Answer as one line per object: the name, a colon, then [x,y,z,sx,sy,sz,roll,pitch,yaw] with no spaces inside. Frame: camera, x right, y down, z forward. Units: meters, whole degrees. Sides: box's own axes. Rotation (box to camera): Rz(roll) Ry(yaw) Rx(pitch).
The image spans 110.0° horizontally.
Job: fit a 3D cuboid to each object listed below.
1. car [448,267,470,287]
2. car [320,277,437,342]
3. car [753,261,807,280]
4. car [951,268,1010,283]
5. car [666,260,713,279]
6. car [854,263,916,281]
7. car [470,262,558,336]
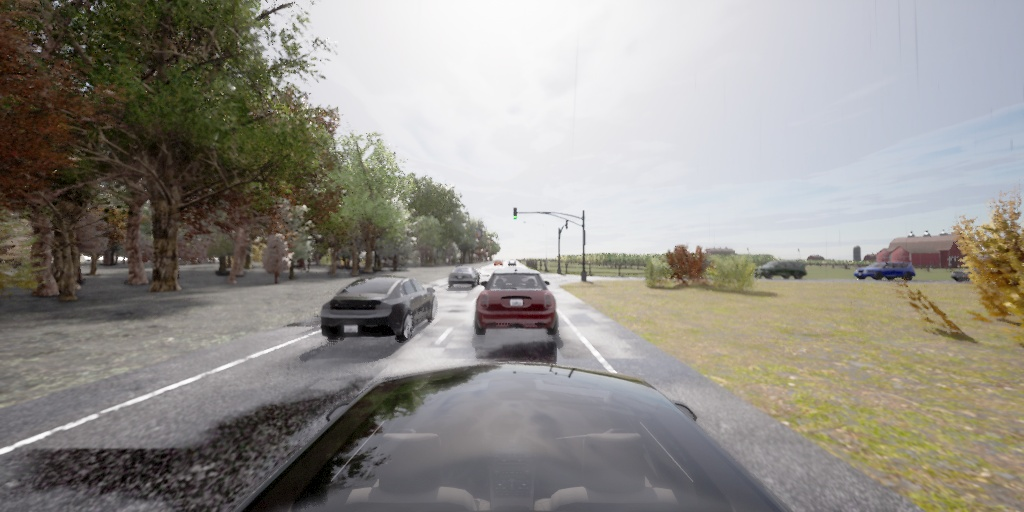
car: [-3.382,1.469,25.942,2.033,1.411,5.357,0,0,0]
car: [-3.394,1.313,9.980,1.837,1.490,4.892,0,0,0]
car: [30.318,1.629,40.784,5.566,2.045,2.150,1,-1,0]
car: [48.535,2.013,37.046,4.902,1.511,2.128,1,-1,1]
car: [19.940,1.516,40.841,5.566,2.045,2.150,1,-1,0]
car: [42.264,1.757,40.700,5.566,2.045,2.150,0,-1,0]
car: [0.102,1.166,10.807,2.097,1.767,4.553,0,0,0]
